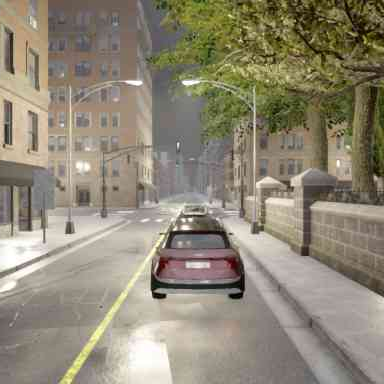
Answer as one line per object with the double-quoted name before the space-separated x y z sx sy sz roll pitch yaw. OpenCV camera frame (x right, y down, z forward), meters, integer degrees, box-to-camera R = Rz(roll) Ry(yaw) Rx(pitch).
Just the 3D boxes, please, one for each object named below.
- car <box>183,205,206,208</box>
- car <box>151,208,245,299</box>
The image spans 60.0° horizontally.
"car" 0.157 1.504 19.258 1.837 1.490 4.892 0 0 1
"car" 0.117 1.430 8.450 2.033 1.649 4.856 0 0 0
